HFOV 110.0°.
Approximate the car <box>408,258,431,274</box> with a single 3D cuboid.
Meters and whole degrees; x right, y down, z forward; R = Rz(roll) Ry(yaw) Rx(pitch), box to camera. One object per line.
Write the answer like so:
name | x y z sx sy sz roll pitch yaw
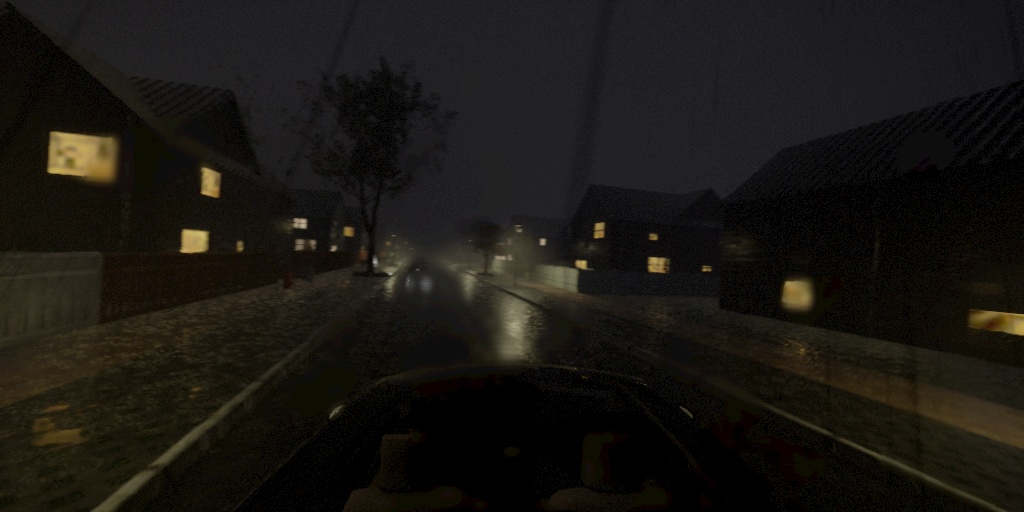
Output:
car | -8.203 0.876 31.785 1.895 1.301 4.718 3 0 -14
